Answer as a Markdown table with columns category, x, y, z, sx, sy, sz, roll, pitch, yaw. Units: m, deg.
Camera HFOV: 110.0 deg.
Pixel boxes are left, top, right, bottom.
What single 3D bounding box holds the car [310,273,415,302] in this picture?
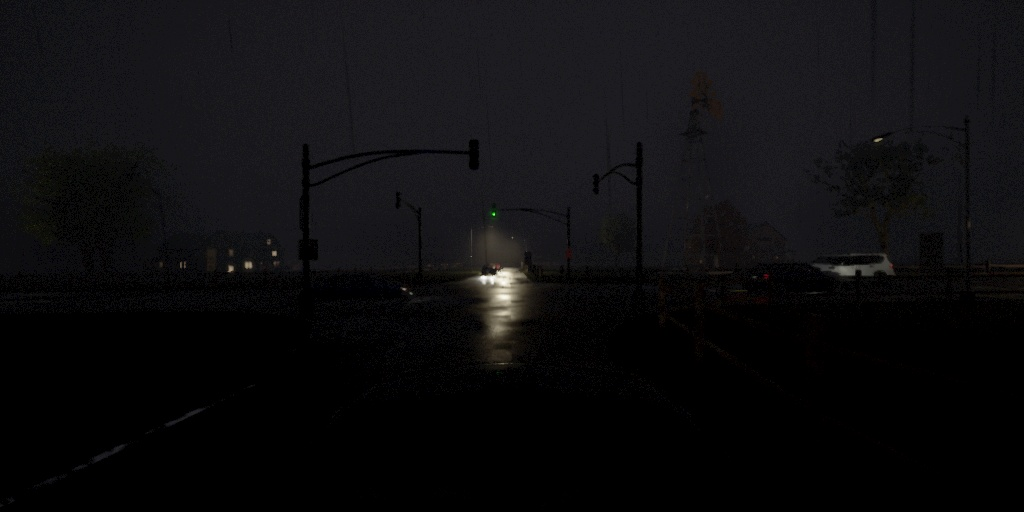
| category | x | y | z | sx | sy | sz | roll | pitch | yaw |
| --- | --- | --- | --- | --- | --- | --- | --- | --- | --- |
| car | -8.021 | 1.631 | 18.982 | 5.357 | 1.411 | 2.033 | -1 | 0 | 0 |

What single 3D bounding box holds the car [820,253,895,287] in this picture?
| category | x | y | z | sx | sy | sz | roll | pitch | yaw |
| --- | --- | --- | --- | --- | --- | --- | --- | --- | --- |
| car | 20.671 | 0.878 | 22.649 | 5.566 | 2.045 | 2.150 | -1 | 0 | 0 |

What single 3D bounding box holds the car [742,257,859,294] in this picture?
| category | x | y | z | sx | sy | sz | roll | pitch | yaw |
| --- | --- | --- | --- | --- | --- | --- | --- | --- | --- |
| car | 14.988 | 1.110 | 19.038 | 4.553 | 1.767 | 2.097 | -1 | 0 | 0 |

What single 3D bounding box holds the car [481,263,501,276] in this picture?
| category | x | y | z | sx | sy | sz | roll | pitch | yaw |
| --- | --- | --- | --- | --- | --- | --- | --- | --- | --- |
| car | -2.952 | 1.762 | 46.474 | 2.128 | 1.511 | 4.902 | 0 | -1 | 0 |
